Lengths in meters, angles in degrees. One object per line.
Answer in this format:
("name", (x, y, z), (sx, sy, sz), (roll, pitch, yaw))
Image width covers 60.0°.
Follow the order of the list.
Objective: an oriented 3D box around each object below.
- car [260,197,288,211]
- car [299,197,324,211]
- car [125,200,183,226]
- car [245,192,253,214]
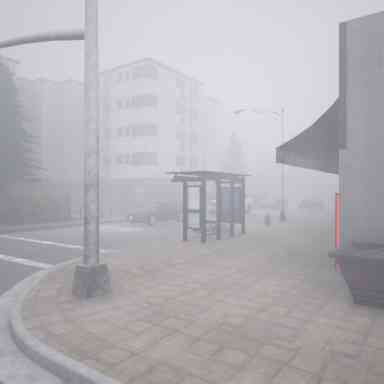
("car", (9.530, 1.301, 38.553), (1.882, 1.535, 5.008), (0, 0, 36))
("car", (13.761, 1.329, 38.183), (1.837, 1.490, 4.892), (0, 0, 36))
("car", (-2.296, 1.328, 22.154), (1.837, 1.490, 4.892), (0, 0, 36))
("car", (3.589, 1.045, 30.337), (2.150, 2.045, 5.566), (0, 0, 36))
